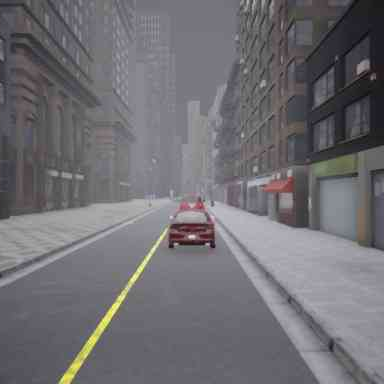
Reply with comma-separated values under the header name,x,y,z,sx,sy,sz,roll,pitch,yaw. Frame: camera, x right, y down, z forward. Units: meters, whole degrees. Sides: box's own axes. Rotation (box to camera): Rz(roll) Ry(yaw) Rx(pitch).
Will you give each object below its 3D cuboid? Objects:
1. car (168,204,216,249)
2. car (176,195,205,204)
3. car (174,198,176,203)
name,x,y,z,sx,sy,sz,roll,pitch,yaw
car,-0.001,1.490,14.650,1.882,1.535,5.008,0,0,0
car,-0.001,1.283,29.683,2.150,2.045,5.566,0,0,0
car,-3.000,1.688,75.935,1.837,1.490,4.892,0,0,0
